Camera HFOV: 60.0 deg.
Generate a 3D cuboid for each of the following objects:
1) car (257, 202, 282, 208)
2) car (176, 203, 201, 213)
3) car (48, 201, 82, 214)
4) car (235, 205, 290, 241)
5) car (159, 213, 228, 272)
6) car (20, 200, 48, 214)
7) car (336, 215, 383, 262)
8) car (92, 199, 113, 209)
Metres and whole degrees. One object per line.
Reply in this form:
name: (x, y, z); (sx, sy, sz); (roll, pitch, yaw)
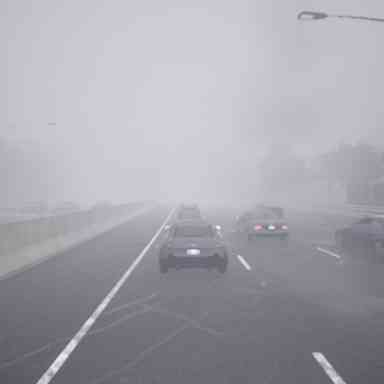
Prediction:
car: (6.683, 1.619, 29.772); (1.882, 1.535, 5.008); (0, 0, -1)
car: (-0.267, 1.624, 27.667); (2.128, 1.511, 4.902); (0, 0, -1)
car: (-14.771, 1.772, 39.680); (2.033, 1.411, 5.357); (0, -1, -1)
car: (3.448, 1.619, 17.091); (2.033, 1.411, 5.357); (0, 0, -1)
car: (0.023, 1.601, 10.971); (1.994, 1.385, 4.181); (0, 0, -1)
car: (-18.253, 1.727, 38.851); (1.837, 1.490, 4.892); (0, -1, -1)
car: (7.013, 1.567, 12.182); (1.812, 1.442, 4.674); (0, 0, -1)
car: (-11.340, 1.724, 42.372); (1.882, 1.535, 5.008); (0, -1, -2)
